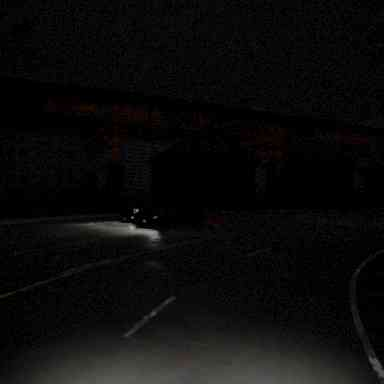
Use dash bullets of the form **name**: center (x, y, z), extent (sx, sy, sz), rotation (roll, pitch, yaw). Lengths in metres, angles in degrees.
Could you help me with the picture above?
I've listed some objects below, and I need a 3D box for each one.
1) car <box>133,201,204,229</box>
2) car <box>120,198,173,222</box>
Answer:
- **car**: center (-1.189, 1.499, 21.614), extent (4.674, 1.442, 1.812), rotation (1, 0, -44)
- **car**: center (-3.016, 1.302, 24.601), extent (4.553, 1.767, 2.097), rotation (1, 0, -42)
